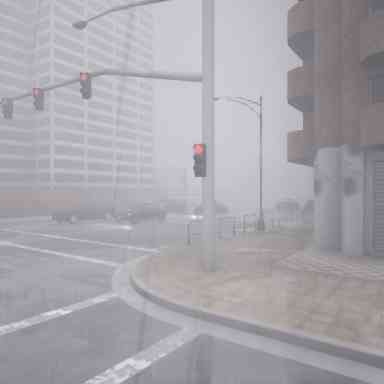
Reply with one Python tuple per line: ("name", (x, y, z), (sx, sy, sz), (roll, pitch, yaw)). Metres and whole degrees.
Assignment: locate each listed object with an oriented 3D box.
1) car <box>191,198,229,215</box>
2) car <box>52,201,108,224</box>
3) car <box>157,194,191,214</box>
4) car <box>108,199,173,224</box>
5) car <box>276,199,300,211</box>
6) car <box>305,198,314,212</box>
("car", (1.933, 1.564, 33.209), (1.994, 1.385, 4.181), (0, 0, 36))
("car", (-8.070, 1.478, 25.175), (1.882, 1.535, 5.008), (0, 0, 35))
("car", (-2.489, 1.352, 33.040), (2.097, 1.767, 4.553), (0, 0, 35))
("car", (-3.769, 1.526, 25.160), (1.812, 1.442, 4.674), (0, 0, 35))
("car", (11.704, 1.526, 40.670), (1.812, 1.442, 4.674), (0, 0, 35))
("car", (14.536, 1.505, 38.582), (1.837, 1.490, 4.892), (0, 0, 35))
